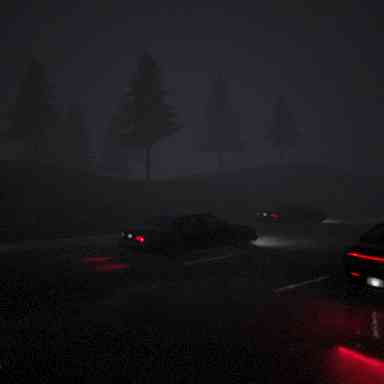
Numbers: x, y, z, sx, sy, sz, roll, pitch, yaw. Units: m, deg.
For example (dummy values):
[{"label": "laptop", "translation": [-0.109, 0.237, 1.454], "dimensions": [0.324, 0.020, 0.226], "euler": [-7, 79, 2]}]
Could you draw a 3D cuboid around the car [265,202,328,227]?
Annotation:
[{"label": "car", "translation": [6.376, 1.360, 21.182], "dimensions": [5.357, 1.411, 2.033], "euler": [-1, 0, -36]}]

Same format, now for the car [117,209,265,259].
[{"label": "car", "translation": [0.005, 1.471, 12.349], "dimensions": [5.357, 1.411, 2.033], "euler": [-1, 0, -35]}]

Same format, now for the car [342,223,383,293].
[{"label": "car", "translation": [5.368, 1.410, 7.574], "dimensions": [4.892, 1.490, 1.837], "euler": [0, 0, -35]}]
